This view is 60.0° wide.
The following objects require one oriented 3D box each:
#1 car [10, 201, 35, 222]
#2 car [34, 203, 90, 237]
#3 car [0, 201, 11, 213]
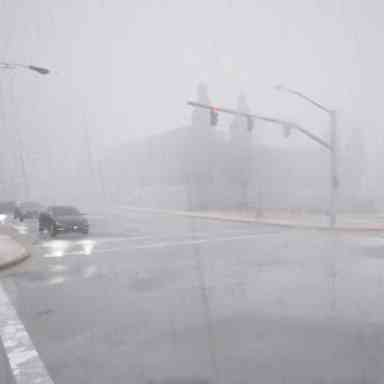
[{"bbox_3d":[-13.146,1.555,26.916,1.812,1.442,4.674,1,0,-35],"label":"car"},{"bbox_3d":[-7.224,1.537,18.609,1.837,1.490,4.892,1,0,-36],"label":"car"},{"bbox_3d":[-20.374,1.627,37.010,1.895,1.301,4.718,1,0,-35],"label":"car"}]
